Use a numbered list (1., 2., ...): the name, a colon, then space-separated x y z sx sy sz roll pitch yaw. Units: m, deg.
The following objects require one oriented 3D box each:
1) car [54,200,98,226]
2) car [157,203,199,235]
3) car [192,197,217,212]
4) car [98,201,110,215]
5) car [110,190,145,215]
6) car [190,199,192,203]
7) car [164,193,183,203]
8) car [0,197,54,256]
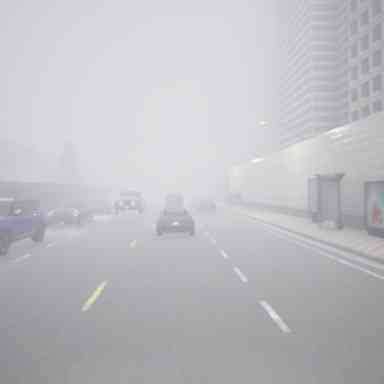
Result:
1. car: -8.415 1.380 23.373 2.097 1.767 4.553 -1 0 -3
2. car: -0.925 1.525 18.485 1.994 1.385 4.181 -1 0 -3
3. car: 1.531 1.379 36.369 2.128 1.511 4.902 -1 0 -3
4. car: -8.964 1.571 33.397 1.994 1.385 4.181 -1 0 -3
5. car: -5.089 0.820 27.875 2.150 2.045 5.566 -1 0 -3
6. car: 0.853 1.428 47.858 1.994 1.385 4.181 -1 0 -3
7. car: -2.282 1.133 41.784 2.150 2.045 5.566 -1 0 -5
8. car: -7.851 1.270 13.618 2.150 2.045 5.566 -1 0 -3
